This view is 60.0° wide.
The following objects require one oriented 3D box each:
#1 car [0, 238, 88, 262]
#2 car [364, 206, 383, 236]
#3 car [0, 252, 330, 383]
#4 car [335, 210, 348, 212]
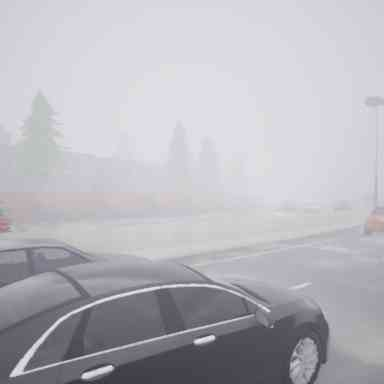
[{"bbox_3d":[-2.940,1.582,6.052,5.357,1.411,2.033,1,-1,-37],"label":"car"},{"bbox_3d":[11.917,1.629,19.689,2.097,1.767,4.553,0,-1,43],"label":"car"},{"bbox_3d":[-0.440,1.537,3.646,4.892,1.490,1.837,0,0,-36],"label":"car"},{"bbox_3d":[19.982,1.917,43.524,2.097,1.767,4.553,0,-1,27],"label":"car"}]
